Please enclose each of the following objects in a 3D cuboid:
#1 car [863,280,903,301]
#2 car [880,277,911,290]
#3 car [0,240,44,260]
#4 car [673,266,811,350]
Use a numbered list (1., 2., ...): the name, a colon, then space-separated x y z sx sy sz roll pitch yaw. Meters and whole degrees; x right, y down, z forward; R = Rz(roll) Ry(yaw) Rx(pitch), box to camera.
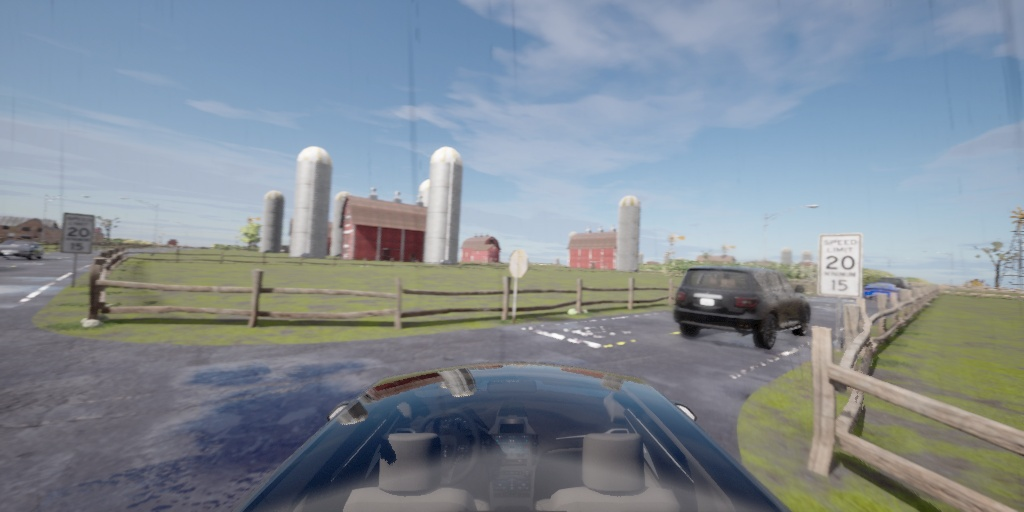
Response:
1. car: 31.728 3.071 30.770 5.008 1.535 1.882 3 -2 -39
2. car: 39.660 3.283 37.282 5.566 2.045 2.150 3 -2 -39
3. car: -38.726 -0.483 28.192 2.128 1.511 4.902 5 -2 -44
4. car: 6.948 1.364 10.650 5.566 2.045 2.150 3 -2 -39
